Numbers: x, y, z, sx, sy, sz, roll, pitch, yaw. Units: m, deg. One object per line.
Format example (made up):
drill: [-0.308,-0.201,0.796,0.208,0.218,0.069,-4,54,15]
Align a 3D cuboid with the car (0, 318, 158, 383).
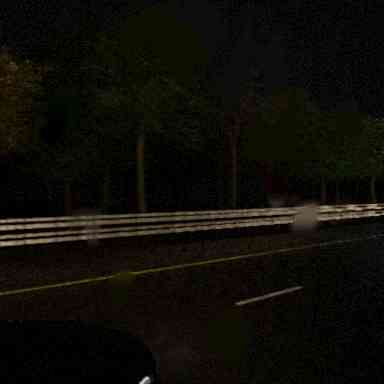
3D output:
car: [-2.411,1.524,2.032,4.674,1.442,1.812,0,0,-35]
